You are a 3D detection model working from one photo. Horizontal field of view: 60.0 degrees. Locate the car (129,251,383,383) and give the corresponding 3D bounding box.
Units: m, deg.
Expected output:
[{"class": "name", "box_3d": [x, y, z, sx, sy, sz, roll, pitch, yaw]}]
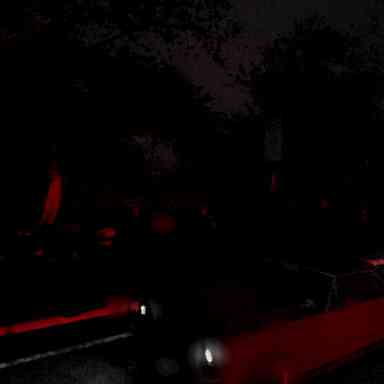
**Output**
[{"class": "car", "box_3d": [1.552, 1.646, 4.895, 4.718, 1.301, 1.895, 1, -1, -33]}]
